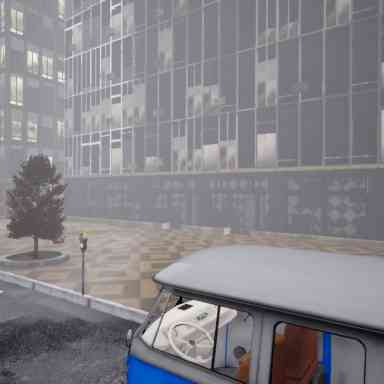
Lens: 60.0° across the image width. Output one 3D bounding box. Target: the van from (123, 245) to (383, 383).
[{"bbox_3d":[1.342,1.341,1.911,3.998,1.788,1.690,0,0,35],"label":"van"}]
